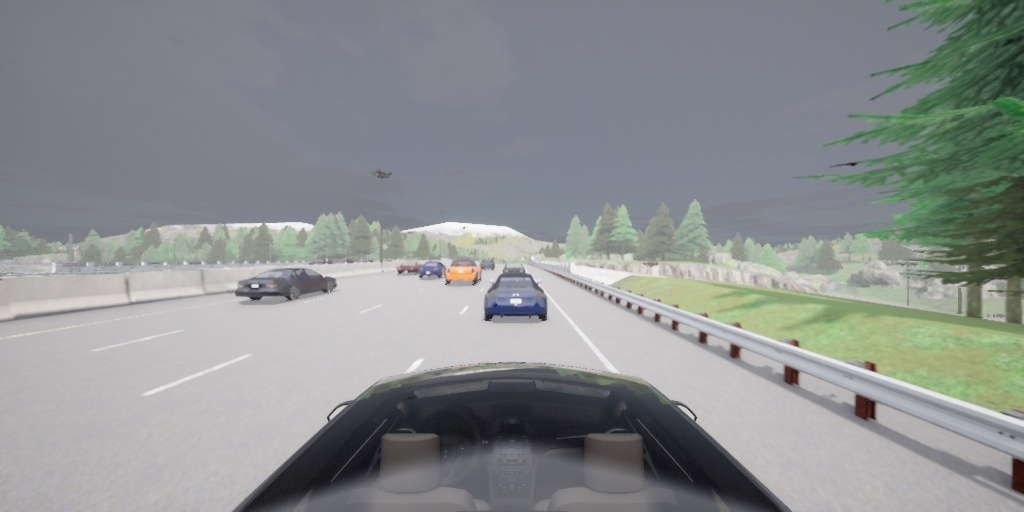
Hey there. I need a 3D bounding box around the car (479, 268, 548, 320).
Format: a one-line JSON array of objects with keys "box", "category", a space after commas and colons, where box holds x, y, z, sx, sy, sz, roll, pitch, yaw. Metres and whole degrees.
[{"box": [0.119, 1.278, 12.453, 1.994, 1.385, 4.181, 0, 0, 0], "category": "car"}]

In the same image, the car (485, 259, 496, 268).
[{"box": [-3.286, 1.102, 49.156, 2.128, 1.511, 4.902, 0, 0, 0], "category": "car"}]

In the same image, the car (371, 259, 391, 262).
[{"box": [-20.897, 1.219, 58.955, 1.994, 1.385, 4.181, 0, 0, 1], "category": "car"}]

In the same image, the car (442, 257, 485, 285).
[{"box": [-3.346, 1.021, 25.579, 2.097, 1.767, 4.553, 0, 0, 0], "category": "car"}]

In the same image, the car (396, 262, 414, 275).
[{"box": [-10.329, 1.233, 37.166, 1.895, 1.301, 4.718, 0, 0, 0], "category": "car"}]

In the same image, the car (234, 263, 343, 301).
[{"box": [-10.369, 1.248, 16.987, 2.033, 1.411, 5.357, 0, 0, 0], "category": "car"}]

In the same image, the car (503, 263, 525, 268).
[{"box": [0.166, 1.254, 30.288, 1.895, 1.301, 4.718, 0, 0, 0], "category": "car"}]

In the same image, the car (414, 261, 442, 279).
[{"box": [-6.833, 1.176, 31.461, 1.812, 1.442, 4.674, 0, 0, 0], "category": "car"}]

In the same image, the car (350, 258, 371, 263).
[{"box": [-24.382, 1.155, 59.565, 2.128, 1.511, 4.902, 0, 0, 1], "category": "car"}]
